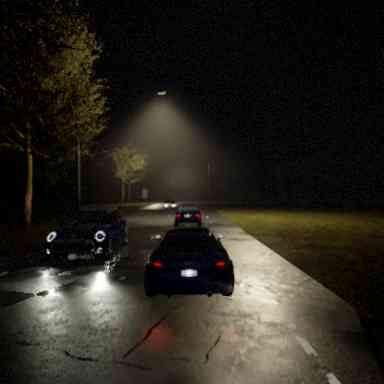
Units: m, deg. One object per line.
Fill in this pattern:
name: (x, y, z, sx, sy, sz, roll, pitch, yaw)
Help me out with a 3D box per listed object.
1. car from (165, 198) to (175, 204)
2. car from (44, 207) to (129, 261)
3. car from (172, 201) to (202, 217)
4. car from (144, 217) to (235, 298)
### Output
car: (-4.456, 1.827, 66.870, 1.895, 1.301, 4.718, -1, -1, 0)
car: (-3.785, 1.426, 12.637, 2.097, 1.767, 4.553, -1, 0, -1)
car: (-0.277, 1.561, 23.785, 2.033, 1.411, 5.357, -1, 0, 0)
car: (-0.065, 1.603, 8.713, 1.994, 1.385, 4.181, -1, 0, 0)
